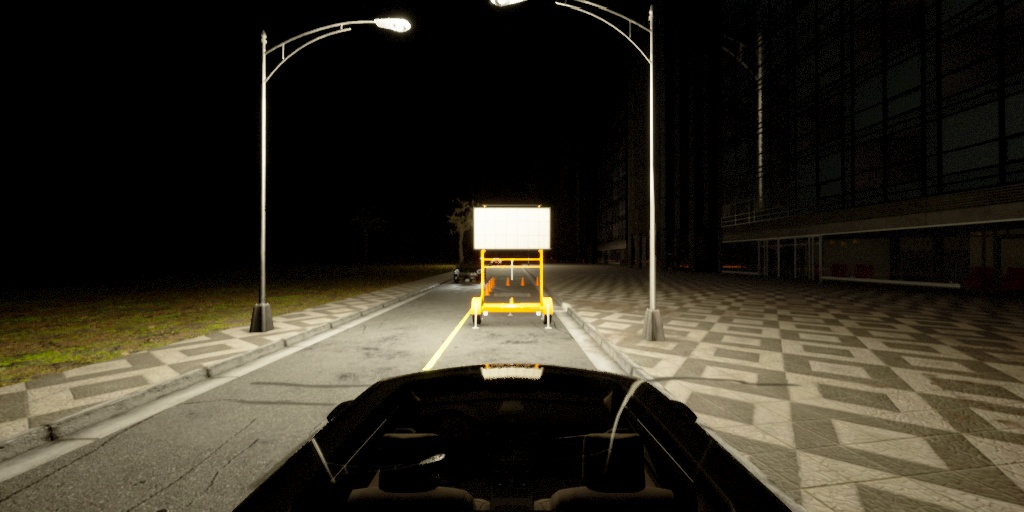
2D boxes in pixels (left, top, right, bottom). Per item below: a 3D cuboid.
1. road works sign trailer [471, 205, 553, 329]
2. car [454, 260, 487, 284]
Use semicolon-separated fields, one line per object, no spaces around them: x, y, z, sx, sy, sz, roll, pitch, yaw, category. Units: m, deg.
0.001;0.215;11.229;2.380;3.560;2.880;0;0;0;road works sign trailer
-3.097;1.106;27.174;2.097;1.767;4.553;0;0;0;car
